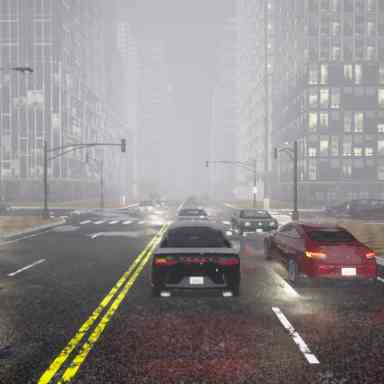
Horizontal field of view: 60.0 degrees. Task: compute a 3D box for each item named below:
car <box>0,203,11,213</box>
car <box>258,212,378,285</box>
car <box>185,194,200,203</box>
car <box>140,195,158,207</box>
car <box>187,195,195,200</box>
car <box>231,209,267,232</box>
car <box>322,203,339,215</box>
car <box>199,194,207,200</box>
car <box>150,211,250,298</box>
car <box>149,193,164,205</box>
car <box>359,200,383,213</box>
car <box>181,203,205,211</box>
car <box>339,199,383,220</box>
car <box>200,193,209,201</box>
[{"bbox_3d":[-20.075,1.364,32.292,4.674,1.442,1.812,1,1,1],"label":"car"},{"bbox_3d":[3.323,1.521,9.355,1.812,1.442,4.674,0,0,0],"label":"car"},{"bbox_3d":[-0.076,1.462,58.335,1.837,1.490,4.892,0,1,0],"label":"car"},{"bbox_3d":[-6.739,1.528,50.688,1.994,1.385,4.181,0,0,0],"label":"car"},{"bbox_3d":[-0.268,1.460,91.435,1.994,1.385,4.181,0,0,0],"label":"car"},{"bbox_3d":[3.296,1.591,18.474,1.895,1.301,4.718,0,0,0],"label":"car"},{"bbox_3d":[16.196,1.637,35.001,4.674,1.442,1.812,1,1,1],"label":"car"},{"bbox_3d":[2.986,1.267,90.381,2.128,1.511,4.902,0,0,0],"label":"car"},{"bbox_3d":[0.071,1.474,8.591,1.882,1.535,5.008,0,0,0],"label":"car"},{"bbox_3d":[-6.751,1.175,59.720,2.150,2.045,5.566,0,0,0],"label":"car"},{"bbox_3d":[21.700,1.643,37.515,4.829,1.417,1.752,1,0,1],"label":"car"},{"bbox_3d":[0.045,1.538,18.412,2.033,1.411,5.357,0,0,0],"label":"car"},{"bbox_3d":[16.116,1.519,29.212,5.009,1.841,2.192,1,0,1],"label":"car"},{"bbox_3d":[3.017,1.143,79.993,2.150,2.045,5.566,0,0,0],"label":"car"}]
